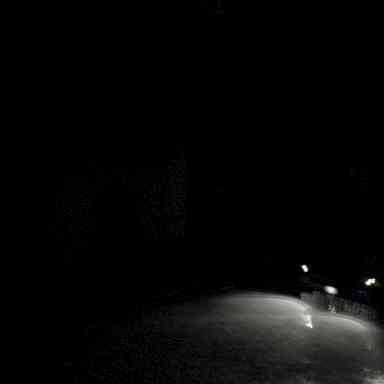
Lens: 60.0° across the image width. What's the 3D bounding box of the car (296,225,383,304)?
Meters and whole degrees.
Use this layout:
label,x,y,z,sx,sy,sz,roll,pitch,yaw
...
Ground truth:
label,x,y,z,sx,sy,sz,roll,pitch,yaw
car,4.905,1.547,8.112,5.357,1.411,2.033,0,0,-36
